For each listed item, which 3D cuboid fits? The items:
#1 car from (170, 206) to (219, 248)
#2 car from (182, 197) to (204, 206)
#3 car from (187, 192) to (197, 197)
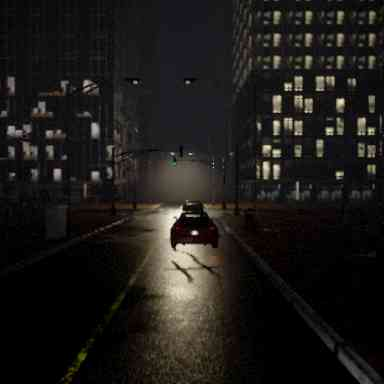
[{"bbox_3d":[0.099,1.535,14.726,1.994,1.385,4.181,0,0,0],"label":"car"},{"bbox_3d":[0.091,1.460,30.524,2.128,1.511,4.902,0,0,0],"label":"car"},{"bbox_3d":[-0.017,1.133,78.381,2.150,2.045,5.566,0,0,0],"label":"car"}]
